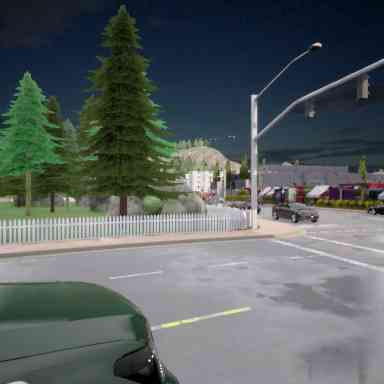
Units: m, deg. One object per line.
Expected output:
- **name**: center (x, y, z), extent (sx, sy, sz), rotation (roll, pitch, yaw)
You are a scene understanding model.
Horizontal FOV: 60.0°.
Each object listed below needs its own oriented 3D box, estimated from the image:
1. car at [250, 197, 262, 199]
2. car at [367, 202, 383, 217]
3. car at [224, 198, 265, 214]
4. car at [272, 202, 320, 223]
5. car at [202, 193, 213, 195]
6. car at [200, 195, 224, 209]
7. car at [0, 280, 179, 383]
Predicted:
- **car**: center (10.508, 1.560, 56.244), extent (1.837, 1.490, 4.892), rotation (0, 0, -16)
- **car**: center (18.073, 1.547, 29.862), extent (2.128, 1.511, 4.902), rotation (0, 0, -15)
- **car**: center (5.483, 1.656, 35.250), extent (1.895, 1.301, 4.718), rotation (0, 0, -16)
- **car**: center (8.071, 1.560, 26.343), extent (1.837, 1.490, 4.892), rotation (0, 0, -14)
- **car**: center (2.985, 1.277, 69.612), extent (2.150, 2.045, 5.566), rotation (0, 0, -16)
- **car**: center (2.868, 1.547, 44.236), extent (2.128, 1.511, 4.902), rotation (0, 0, -16)
- **car**: center (-2.744, 1.221, 1.679), extent (5.566, 2.045, 2.150), rotation (0, 0, -36)
